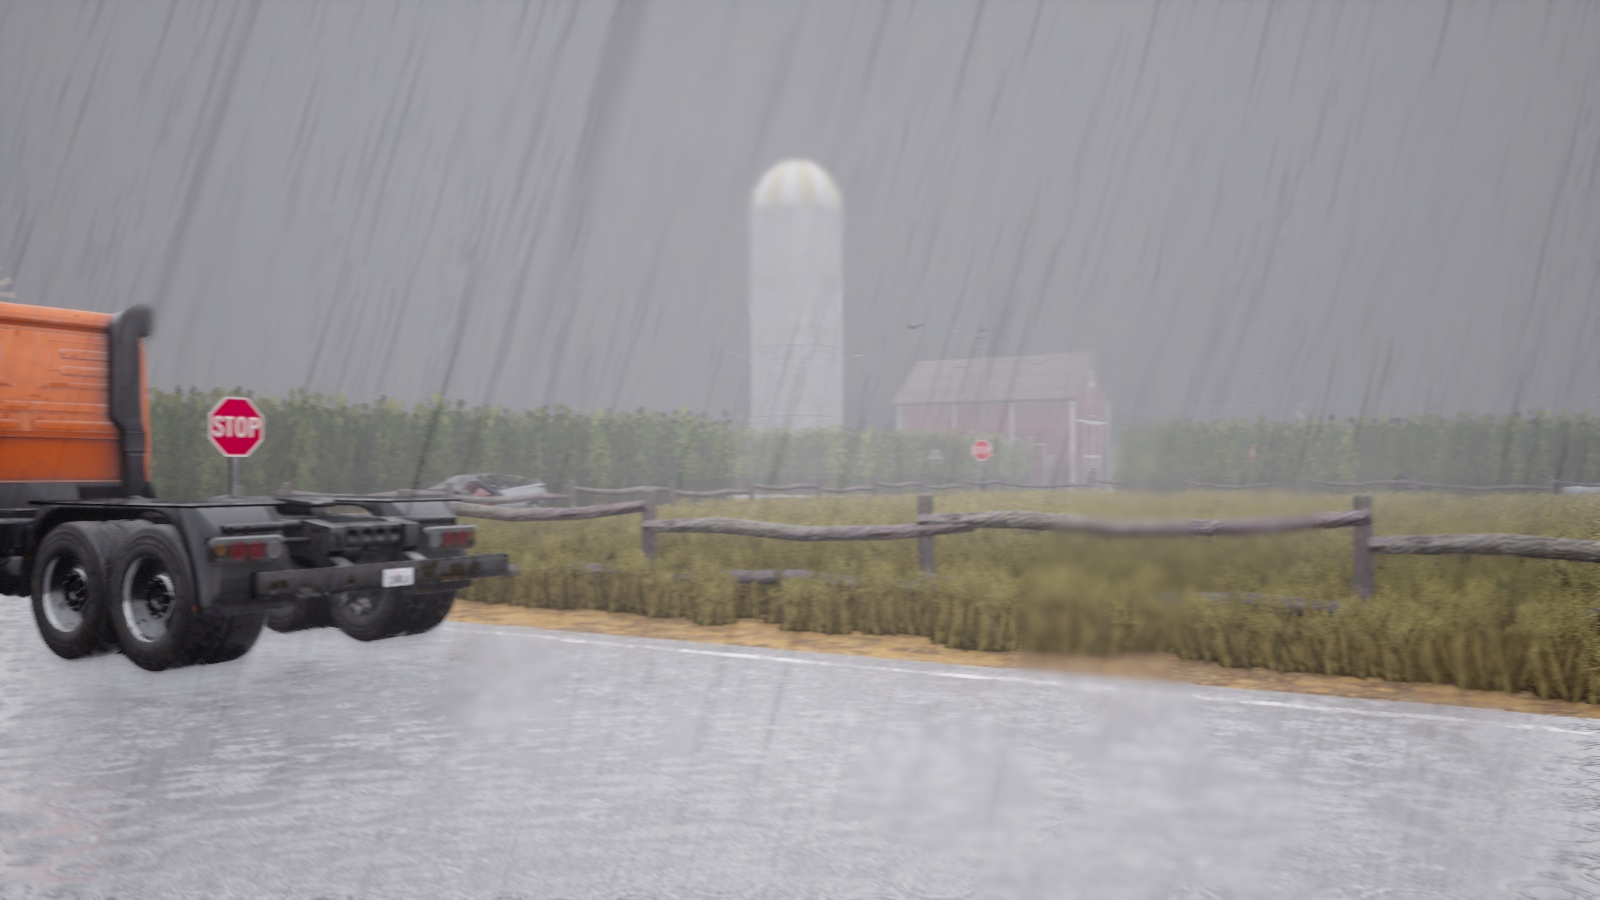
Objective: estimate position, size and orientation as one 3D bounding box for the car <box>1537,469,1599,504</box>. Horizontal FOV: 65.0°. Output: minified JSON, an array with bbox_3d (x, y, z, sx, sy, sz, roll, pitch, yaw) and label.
[{"bbox_3d":[30.500,1.364,47.300,4.718,1.301,1.895,-1,-1,31],"label":"car"}]

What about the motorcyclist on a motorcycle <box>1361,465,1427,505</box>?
[{"bbox_3d":[22.842,1.334,48.287,2.191,1.530,0.866,-1,-1,31],"label":"motorcyclist on a motorcycle"}]

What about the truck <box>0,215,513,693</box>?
[{"bbox_3d":[-6.801,0.104,12.352,7.936,3.462,2.891,-1,-1,31],"label":"truck"}]

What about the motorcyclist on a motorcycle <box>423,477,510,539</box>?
[{"bbox_3d":[-8.670,1.480,32.742,0.866,1.530,2.191,-1,-1,31],"label":"motorcyclist on a motorcycle"}]

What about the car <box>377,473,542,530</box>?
[{"bbox_3d":[-9.878,1.467,36.770,2.007,1.525,4.514,-1,-1,31],"label":"car"}]
